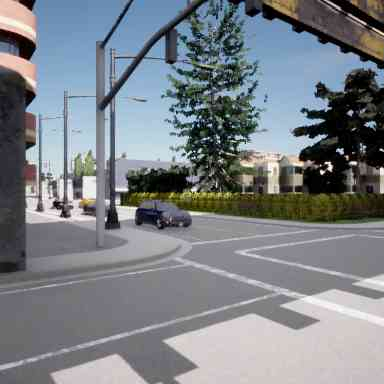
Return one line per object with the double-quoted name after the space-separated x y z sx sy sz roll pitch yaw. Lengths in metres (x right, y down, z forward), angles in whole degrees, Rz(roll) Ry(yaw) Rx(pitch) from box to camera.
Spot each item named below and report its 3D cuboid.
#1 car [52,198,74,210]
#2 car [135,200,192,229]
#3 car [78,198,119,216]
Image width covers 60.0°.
-16.416 1.492 42.306 2.128 1.511 4.902 0 0 -35 "car"
-1.949 1.352 21.692 2.097 1.767 4.553 0 0 -35 "car"
-8.690 1.548 31.257 2.033 1.411 5.357 0 0 -35 "car"
